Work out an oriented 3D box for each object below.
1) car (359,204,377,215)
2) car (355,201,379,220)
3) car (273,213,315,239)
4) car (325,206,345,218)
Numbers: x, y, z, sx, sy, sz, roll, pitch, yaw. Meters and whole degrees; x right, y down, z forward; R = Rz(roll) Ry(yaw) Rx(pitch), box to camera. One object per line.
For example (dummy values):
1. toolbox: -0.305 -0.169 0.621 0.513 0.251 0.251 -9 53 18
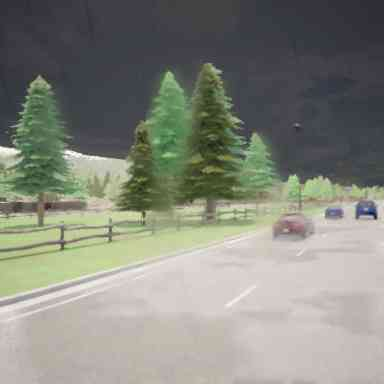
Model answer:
1. car: 25.989 2.516 49.024 2.128 1.511 4.902 -2 -2 29
2. car: 19.795 2.015 37.692 2.150 2.045 5.566 -2 -2 29
3. car: 6.401 2.051 20.744 1.812 1.442 4.674 -2 -2 29
4. car: 17.671 2.413 41.056 1.882 1.535 5.008 -2 -2 29
